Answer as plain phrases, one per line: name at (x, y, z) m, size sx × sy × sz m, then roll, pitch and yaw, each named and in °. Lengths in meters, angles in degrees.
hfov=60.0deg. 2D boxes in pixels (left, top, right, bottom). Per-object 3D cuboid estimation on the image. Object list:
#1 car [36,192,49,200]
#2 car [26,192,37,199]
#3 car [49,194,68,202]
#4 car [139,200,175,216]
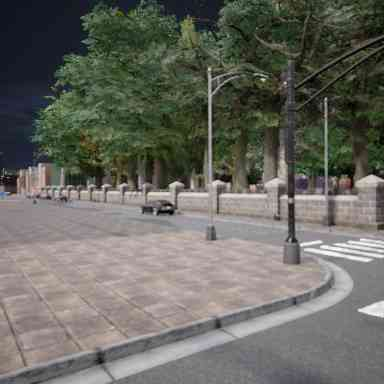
car at (-29.412, 0.996, 66.936) m, size 1.802 × 1.307 × 4.206 m, roll 0°, pitch 1°, yaw -35°
car at (-35.975, 0.785, 76.230) m, size 1.967 × 1.590 × 4.097 m, roll 0°, pitch 1°, yaw -35°
car at (-22.852, 1.043, 57.641) m, size 2.008 × 1.369 × 4.403 m, roll 0°, pitch 1°, yaw -35°
car at (-3.171, 1.345, 29.756) m, size 1.947 × 1.339 × 4.313 m, roll 0°, pitch 1°, yaw -35°
